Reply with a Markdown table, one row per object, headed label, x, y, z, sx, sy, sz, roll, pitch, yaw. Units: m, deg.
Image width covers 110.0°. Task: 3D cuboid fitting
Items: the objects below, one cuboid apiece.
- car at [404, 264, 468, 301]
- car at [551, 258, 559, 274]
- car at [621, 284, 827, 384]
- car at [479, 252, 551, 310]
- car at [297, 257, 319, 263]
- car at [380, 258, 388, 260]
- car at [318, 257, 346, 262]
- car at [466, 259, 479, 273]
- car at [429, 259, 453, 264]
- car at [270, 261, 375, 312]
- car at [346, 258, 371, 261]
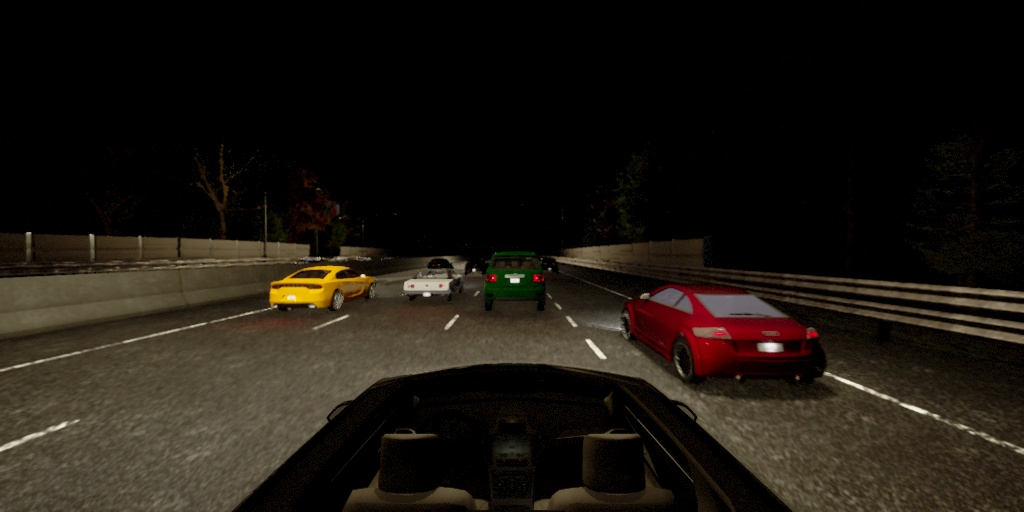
| label | x | y | z | sx | sy | sz | roll | pitch | yaw |
| --- | --- | --- | --- | --- | --- | --- | --- | --- | --- |
| car | -3.400 | 1.227 | 16.567 | 1.895 | 1.301 | 4.718 | 0 | 0 | 0 |
| car | 3.499 | 0.926 | 35.632 | 1.837 | 1.490 | 4.892 | 0 | 0 | 0 |
| car | 3.601 | 1.226 | 6.989 | 1.994 | 1.385 | 4.181 | 0 | 0 | 0 |
| car | 0.096 | 0.866 | 14.268 | 2.150 | 2.045 | 5.566 | 0 | 0 | 0 |
| car | -28.061 | 0.854 | 50.180 | 2.128 | 1.511 | 4.902 | 0 | 0 | 0 |
| car | -17.567 | 0.924 | 50.667 | 1.994 | 1.385 | 4.181 | 0 | 0 | 0 |
| car | -24.565 | 0.964 | 50.207 | 1.895 | 1.301 | 4.718 | 0 | 0 | 0 |
| car | -3.399 | 0.988 | 34.593 | 1.837 | 1.490 | 4.892 | 0 | 0 | 0 |
| car | -6.898 | 0.988 | 34.589 | 1.837 | 1.490 | 4.892 | 0 | 0 | 0 |
| car | -6.899 | 1.127 | 13.688 | 1.882 | 1.535 | 5.008 | 0 | 0 | 0 |
| car | -21.066 | 0.961 | 50.591 | 1.895 | 1.301 | 4.718 | 0 | 0 | 0 |
